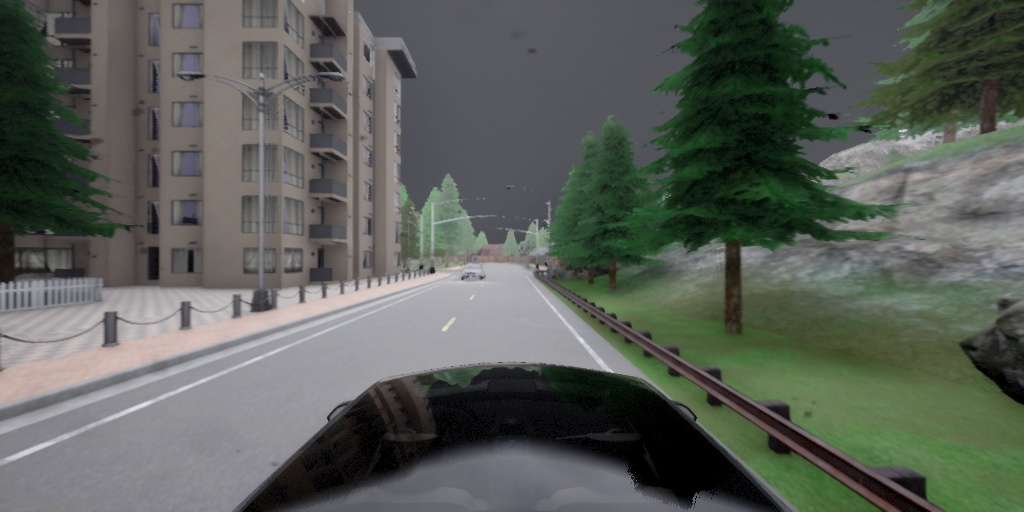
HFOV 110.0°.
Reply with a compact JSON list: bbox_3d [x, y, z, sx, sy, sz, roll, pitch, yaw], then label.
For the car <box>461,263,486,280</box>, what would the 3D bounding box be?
[{"bbox_3d":[-3.504,1.416,32.989,1.812,1.442,4.674,0,0,0],"label":"car"}]
